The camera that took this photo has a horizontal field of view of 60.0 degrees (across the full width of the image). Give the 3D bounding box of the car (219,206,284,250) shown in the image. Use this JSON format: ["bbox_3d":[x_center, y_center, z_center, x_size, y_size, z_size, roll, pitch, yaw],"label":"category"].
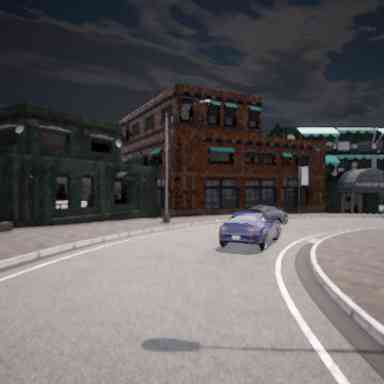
[{"bbox_3d":[2.605,1.547,14.525,1.812,1.442,4.674,0,0,24],"label":"car"}]

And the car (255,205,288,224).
[{"bbox_3d":[4.966,1.617,23.578,4.181,1.385,1.994,1,0,-41],"label":"car"}]
